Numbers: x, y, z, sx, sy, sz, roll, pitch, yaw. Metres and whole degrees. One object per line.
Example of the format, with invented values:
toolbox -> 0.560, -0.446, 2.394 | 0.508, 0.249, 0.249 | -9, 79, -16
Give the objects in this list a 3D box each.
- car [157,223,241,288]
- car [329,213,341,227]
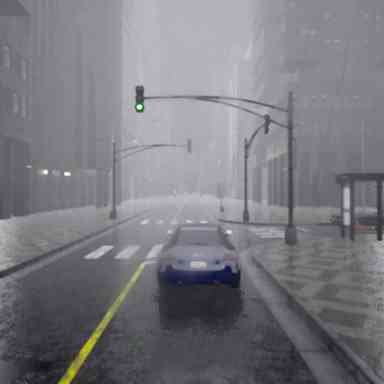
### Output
car -> 0.207, 1.559, 9.301 | 1.994, 1.385, 4.181 | 0, 0, 2
car -> 10.907, 1.535, 20.173 | 4.718, 1.301, 1.895 | 0, -1, 0
